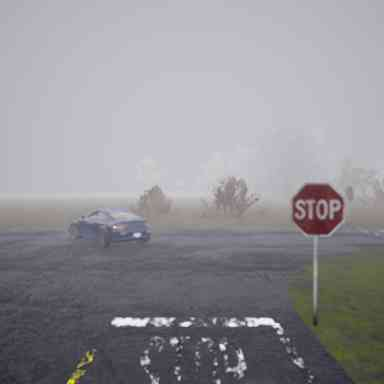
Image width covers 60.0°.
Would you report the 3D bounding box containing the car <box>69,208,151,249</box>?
[{"bbox_3d":[-3.475,1.372,13.855,1.812,1.442,4.674,0,0,-40],"label":"car"}]
